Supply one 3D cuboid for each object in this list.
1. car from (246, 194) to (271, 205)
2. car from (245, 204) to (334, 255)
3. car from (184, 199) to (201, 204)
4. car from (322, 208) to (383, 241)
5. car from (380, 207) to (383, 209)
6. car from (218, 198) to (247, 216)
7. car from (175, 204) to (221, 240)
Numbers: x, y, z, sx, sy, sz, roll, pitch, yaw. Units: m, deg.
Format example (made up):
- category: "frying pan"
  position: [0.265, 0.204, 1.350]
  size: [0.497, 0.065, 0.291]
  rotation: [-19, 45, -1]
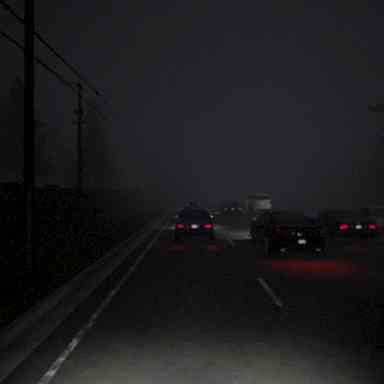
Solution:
- category: "car"
  position: [7.107, 1.204, 36.414]
  size: [2.150, 2.045, 5.566]
  rotation: [0, 0, 0]
- category: "car"
  position: [3.602, 1.471, 13.354]
  size: [1.882, 1.535, 5.008]
  rotation: [0, 0, 0]
- category: "car"
  position: [0.094, 1.507, 38.287]
  size: [1.812, 1.442, 4.674]
  rotation: [0, 0, 0]
- category: "car"
  position: [7.103, 1.539, 16.687]
  size: [2.033, 1.411, 5.357]
  rotation: [0, 0, 0]
- category: "car"
  position: [10.604, 1.591, 19.835]
  size: [1.895, 1.301, 4.718]
  rotation: [0, 0, 0]
- category: "car"
  position: [3.607, 1.532, 31.889]
  size: [2.033, 1.411, 5.357]
  rotation: [0, 0, 0]
- category: "car"
  position: [0.104, 1.539, 16.897]
  size: [2.033, 1.411, 5.357]
  rotation: [0, 0, 0]
